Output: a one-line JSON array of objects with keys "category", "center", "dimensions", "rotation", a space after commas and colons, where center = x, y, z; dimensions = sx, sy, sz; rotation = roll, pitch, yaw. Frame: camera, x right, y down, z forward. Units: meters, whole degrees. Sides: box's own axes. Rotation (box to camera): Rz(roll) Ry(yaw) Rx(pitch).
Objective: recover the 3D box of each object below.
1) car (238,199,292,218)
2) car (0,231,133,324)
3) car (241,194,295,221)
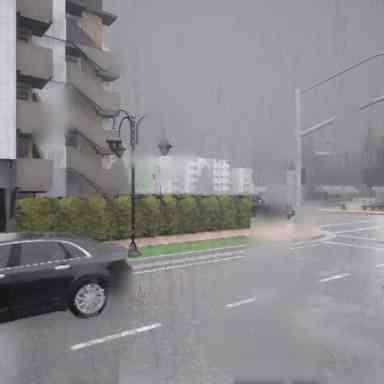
[{"category": "car", "center": [6.794, 1.478, 31.596], "dimensions": [1.882, 1.535, 5.008], "rotation": [0, 0, -37]}, {"category": "car", "center": [-3.459, 1.504, 5.824], "dimensions": [4.892, 1.490, 1.837], "rotation": [0, 0, -36]}, {"category": "car", "center": [5.690, 1.221, 27.279], "dimensions": [2.150, 2.045, 5.566], "rotation": [0, 0, -38]}]
